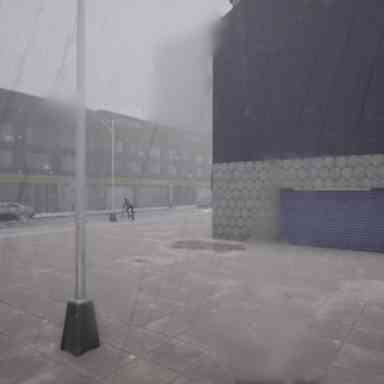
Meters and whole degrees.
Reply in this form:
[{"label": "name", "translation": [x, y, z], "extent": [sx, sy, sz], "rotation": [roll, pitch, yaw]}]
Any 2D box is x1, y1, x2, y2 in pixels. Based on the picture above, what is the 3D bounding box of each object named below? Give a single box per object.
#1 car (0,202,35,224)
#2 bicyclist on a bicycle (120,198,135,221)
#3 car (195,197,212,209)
[{"label": "car", "translation": [-13.226, 1.455, 22.520], "extent": [2.128, 1.511, 4.902], "rotation": [0, 0, 36]}, {"label": "bicyclist on a bicycle", "translation": [-4.733, 1.270, 24.309], "extent": [1.656, 1.620, 0.582], "rotation": [0, 0, 36]}, {"label": "car", "translation": [2.386, 1.424, 44.256], "extent": [1.837, 1.490, 4.892], "rotation": [0, 0, 36]}]
